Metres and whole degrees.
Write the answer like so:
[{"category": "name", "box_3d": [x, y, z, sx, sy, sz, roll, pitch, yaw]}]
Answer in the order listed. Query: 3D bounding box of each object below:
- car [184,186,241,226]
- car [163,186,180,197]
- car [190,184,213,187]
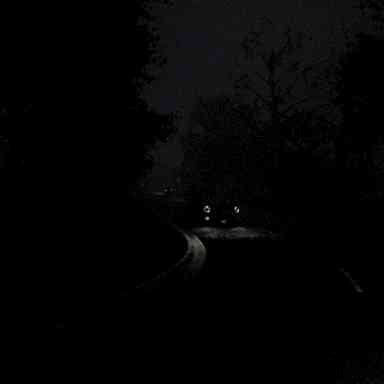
[{"category": "car", "box_3d": [1.067, 0.799, 18.447, 2.097, 1.767, 4.553, 1, 2, -14]}, {"category": "car", "box_3d": [-2.991, -0.174, 48.691, 2.128, 1.511, 4.902, 1, 2, -14]}, {"category": "car", "box_3d": [0.735, 0.159, 33.972, 2.150, 2.045, 5.566, 1, 2, -13]}]
